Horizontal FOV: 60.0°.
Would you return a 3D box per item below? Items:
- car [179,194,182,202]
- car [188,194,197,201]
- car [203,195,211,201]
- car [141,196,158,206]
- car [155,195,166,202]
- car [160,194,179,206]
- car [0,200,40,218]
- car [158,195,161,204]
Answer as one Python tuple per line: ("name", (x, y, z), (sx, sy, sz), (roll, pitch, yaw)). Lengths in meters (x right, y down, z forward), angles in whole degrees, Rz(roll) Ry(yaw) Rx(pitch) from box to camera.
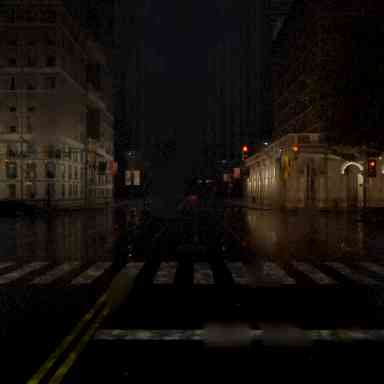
("car", (-3.534, 1.547, 64.503), (2.033, 1.411, 5.357), (0, 0, 2))
("car", (0.133, 1.279, 78.610), (2.097, 1.767, 4.553), (0, 0, 1))
("car", (3.633, 1.464, 78.607), (2.033, 1.411, 5.357), (0, 0, 1))
("car", (-7.085, 1.505, 54.275), (1.837, 1.490, 4.892), (0, 0, 0))
("car", (-6.913, 1.500, 73.914), (1.837, 1.490, 4.892), (0, 0, 1))
("car", (-3.584, 1.505, 54.255), (1.837, 1.490, 4.892), (0, 0, 1))
("car", (-16.229, 1.477, 29.530), (5.008, 1.535, 1.882), (0, 0, 0))
("car", (-7.049, 1.564, 63.785), (1.994, 1.385, 4.181), (0, 0, 2))
